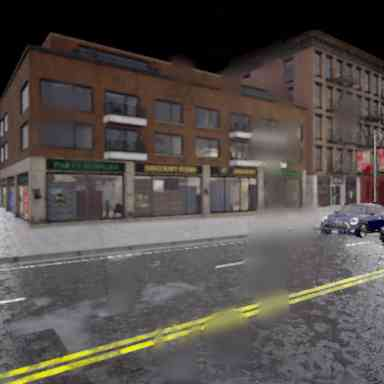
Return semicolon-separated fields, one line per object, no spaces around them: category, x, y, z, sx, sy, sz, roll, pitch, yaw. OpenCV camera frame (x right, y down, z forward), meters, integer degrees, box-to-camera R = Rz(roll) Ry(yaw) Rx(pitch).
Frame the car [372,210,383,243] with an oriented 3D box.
car;10.263;1.631;14.952;4.181;1.385;1.994;0;0;-35

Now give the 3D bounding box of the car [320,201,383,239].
car;9.024;1.421;18.053;4.553;1.767;2.097;0;0;-35
